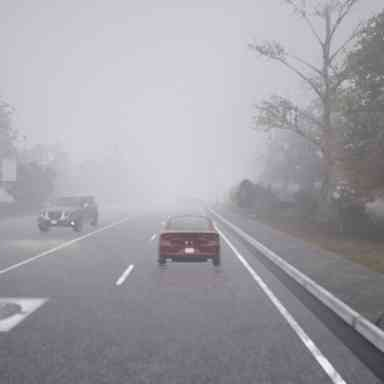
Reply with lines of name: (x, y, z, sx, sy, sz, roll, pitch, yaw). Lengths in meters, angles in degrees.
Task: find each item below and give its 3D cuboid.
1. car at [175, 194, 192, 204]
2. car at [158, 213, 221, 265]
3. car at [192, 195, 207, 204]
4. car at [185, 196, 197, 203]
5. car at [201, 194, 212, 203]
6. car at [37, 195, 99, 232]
car: (-2.181, 1.506, 71.348, 2.150, 2.045, 5.566, 0, 0, 10)
car: (-0.099, 1.483, 11.709, 1.882, 1.535, 5.008, 0, 0, -1)
car: (1.431, 1.844, 71.821, 1.994, 1.385, 4.181, 0, 0, 10)
car: (-0.164, 1.795, 81.741, 1.837, 1.490, 4.892, 0, 0, 15)
car: (3.361, 1.545, 81.431, 2.150, 2.045, 5.566, 0, 0, 15)
car: (-7.296, 1.218, 20.264, 2.150, 2.045, 5.566, 0, 0, -1)
